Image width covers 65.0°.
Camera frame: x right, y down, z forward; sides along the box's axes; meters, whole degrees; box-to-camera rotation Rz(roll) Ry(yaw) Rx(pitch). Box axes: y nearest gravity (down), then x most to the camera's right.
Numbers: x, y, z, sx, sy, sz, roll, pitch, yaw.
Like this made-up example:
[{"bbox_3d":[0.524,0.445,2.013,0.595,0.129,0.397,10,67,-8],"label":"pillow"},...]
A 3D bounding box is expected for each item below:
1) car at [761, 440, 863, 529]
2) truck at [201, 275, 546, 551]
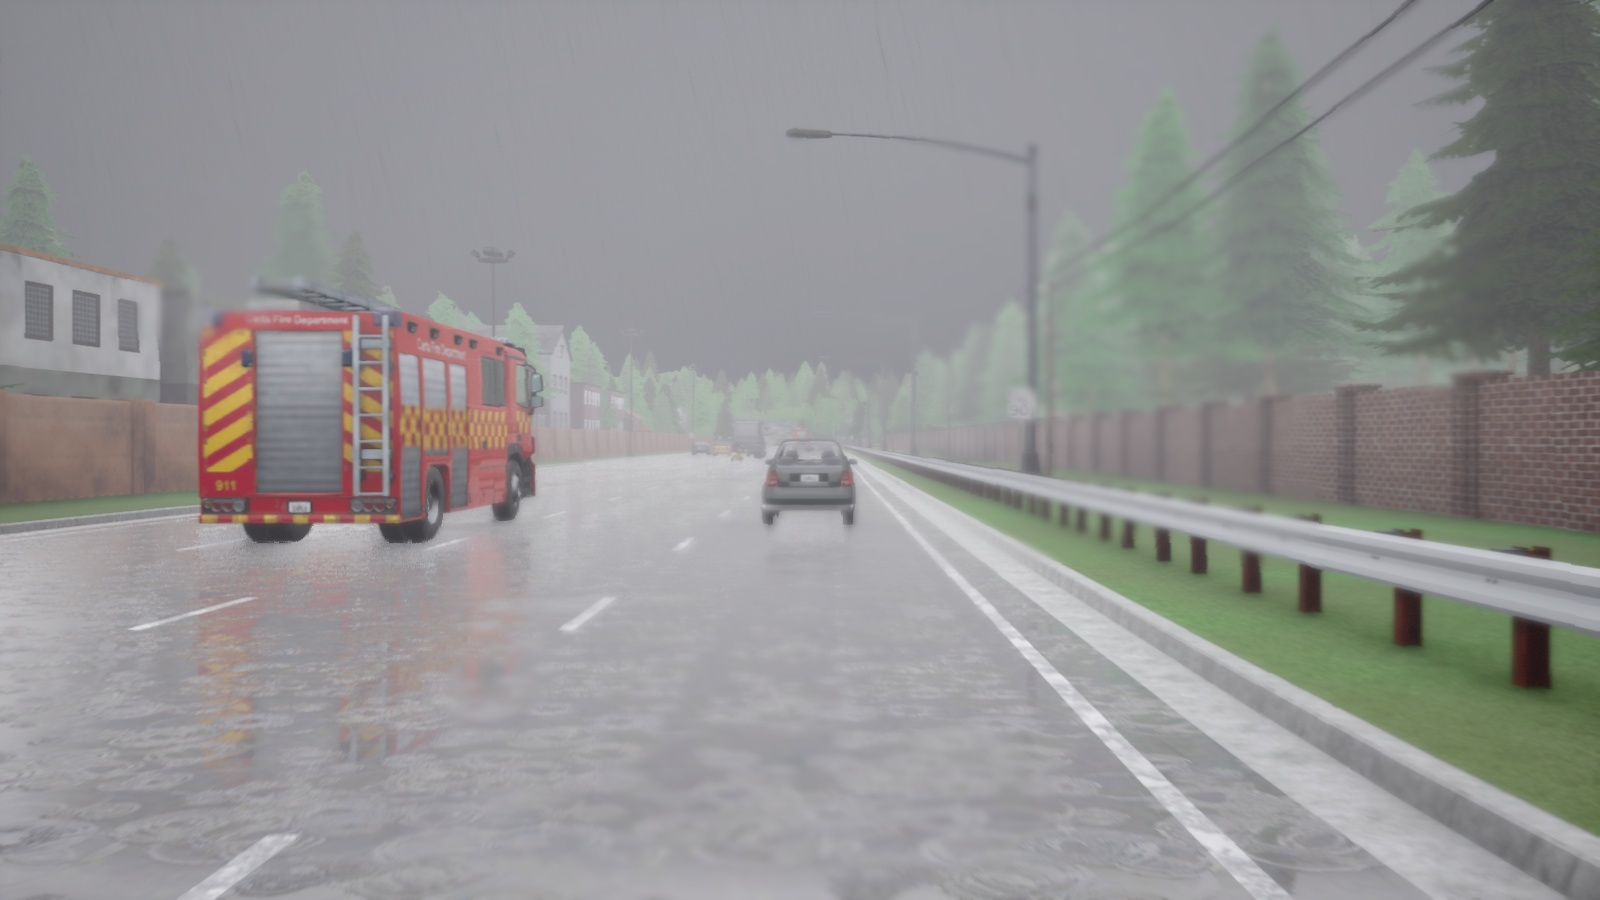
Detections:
[{"bbox_3d":[0.260,0.591,23.897,1.789,1.549,3.705,0,1,1],"label":"car"},{"bbox_3d":[-6.794,-0.545,21.700,2.891,3.827,8.468,0,0,1],"label":"truck"}]
